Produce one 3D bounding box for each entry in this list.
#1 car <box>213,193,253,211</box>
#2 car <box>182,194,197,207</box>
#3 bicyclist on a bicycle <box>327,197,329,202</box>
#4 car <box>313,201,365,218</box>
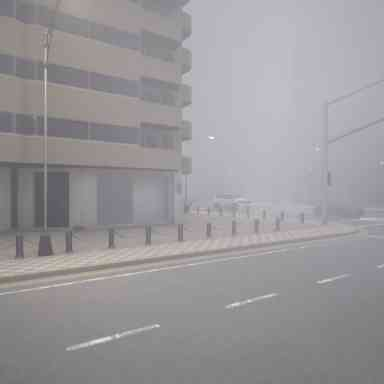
[{"bbox_3d":[4.783,1.169,40.172,2.150,2.045,5.566,0,0,-35],"label":"car"},{"bbox_3d":[-1.879,1.436,49.757,2.128,1.511,4.902,0,0,-35],"label":"car"},{"bbox_3d":[17.369,1.245,43.071,1.656,1.620,0.582,0,0,-35],"label":"bicyclist on a bicycle"},{"bbox_3d":[12.784,1.509,29.087,1.994,1.385,4.181,0,0,-37],"label":"car"}]
